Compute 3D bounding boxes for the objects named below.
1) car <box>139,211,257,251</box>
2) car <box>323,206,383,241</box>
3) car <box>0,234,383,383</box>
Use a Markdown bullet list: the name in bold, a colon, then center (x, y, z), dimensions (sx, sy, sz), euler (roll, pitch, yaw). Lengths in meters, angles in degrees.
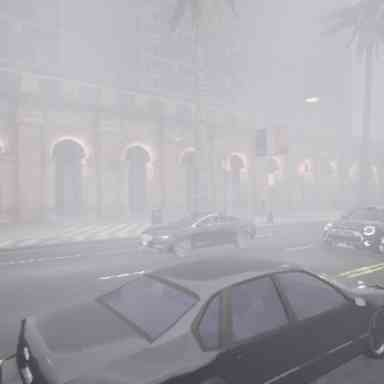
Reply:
- **car**: center (0.374, 1.500, 12.854), dimensions (4.902, 1.511, 2.128), euler (0, 0, -35)
- **car**: center (7.362, 1.368, 13.533), dimensions (4.553, 1.767, 2.097), euler (0, 0, -35)
- **car**: center (0.685, 1.551, 4.234), dimensions (5.357, 1.411, 2.033), euler (0, 0, -36)
